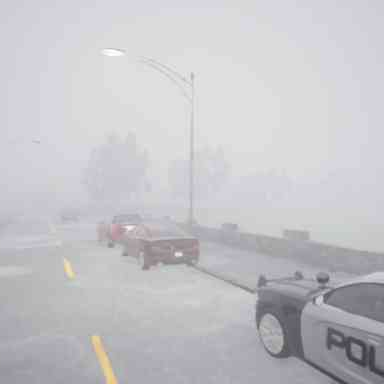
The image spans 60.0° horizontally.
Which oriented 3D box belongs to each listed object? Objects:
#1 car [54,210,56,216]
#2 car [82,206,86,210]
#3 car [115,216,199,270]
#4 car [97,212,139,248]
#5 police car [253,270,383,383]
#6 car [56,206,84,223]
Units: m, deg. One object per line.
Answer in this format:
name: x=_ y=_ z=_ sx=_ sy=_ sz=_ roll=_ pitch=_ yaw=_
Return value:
car: x=-19.268 y=3.056 z=49.530 sx=1.837 sy=1.490 sz=4.892 roll=1 pitch=-2 yaw=-24
car: x=-27.807 y=4.116 z=83.792 sx=2.033 sy=1.415 sz=5.357 roll=0 pitch=-2 yaw=26
car: x=-1.445 y=1.923 z=12.950 sx=1.882 sy=1.535 sz=5.008 roll=1 pitch=-2 yaw=-24
car: x=-3.947 y=1.911 z=18.374 sx=2.097 sy=1.767 sz=4.553 roll=-2 pitch=-1 yaw=-24
police car: x=2.622 y=1.595 z=3.941 sx=1.930 sy=1.638 sz=5.238 roll=1 pitch=-2 yaw=-24
car: x=-14.086 y=2.694 z=38.113 sx=2.128 sy=1.511 sz=4.902 roll=1 pitch=-2 yaw=-24
